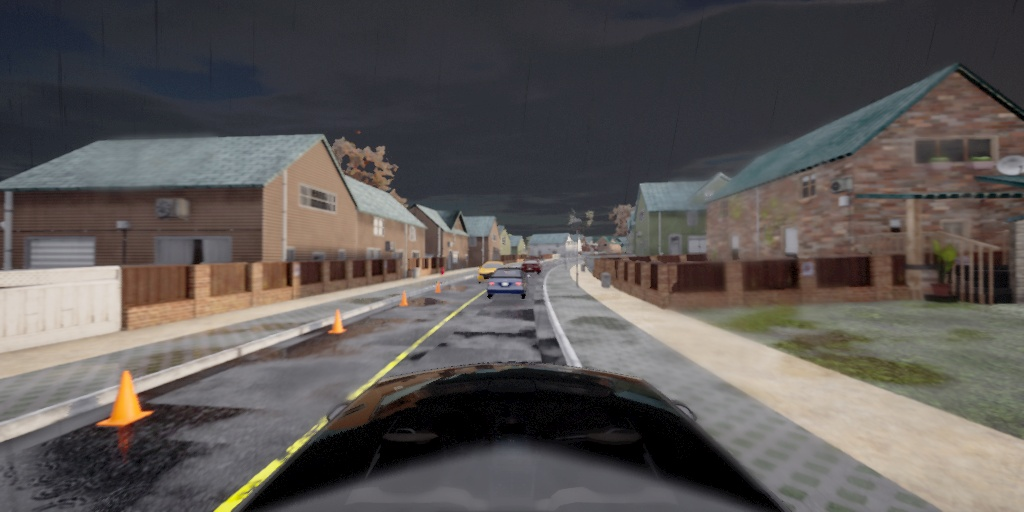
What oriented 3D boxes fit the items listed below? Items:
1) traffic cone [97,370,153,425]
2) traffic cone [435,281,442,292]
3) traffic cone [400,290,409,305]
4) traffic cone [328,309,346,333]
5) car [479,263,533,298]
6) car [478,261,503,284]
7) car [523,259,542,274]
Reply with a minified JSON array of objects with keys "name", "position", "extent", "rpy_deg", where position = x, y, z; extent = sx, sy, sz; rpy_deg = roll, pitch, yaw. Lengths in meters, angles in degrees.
[{"name":"traffic cone","position":[-4.715,1.696,4.384],"extent":[0.340,0.580,0.340],"rpy_deg":[0,0,1]},{"name":"traffic cone","position":[-4.017,1.666,19.520],"extent":[0.340,0.580,0.340],"rpy_deg":[0,0,4]},{"name":"traffic cone","position":[-4.355,1.683,14.481],"extent":[0.340,0.580,0.340],"rpy_deg":[0,0,3]},{"name":"traffic cone","position":[-4.587,1.693,9.434],"extent":[0.340,0.580,0.340],"rpy_deg":[0,0,2]},{"name":"car","position":[-0.120,1.268,18.111],"extent":[2.033,1.411,5.357],"rpy_deg":[0,0,4]},{"name":"car","position":[-1.306,1.154,26.331],"extent":[1.882,1.535,5.008],"rpy_deg":[0,0,4]},{"name":"car","position":[2.102,1.065,37.415],"extent":[1.882,1.535,5.008],"rpy_deg":[0,1,9]}]
